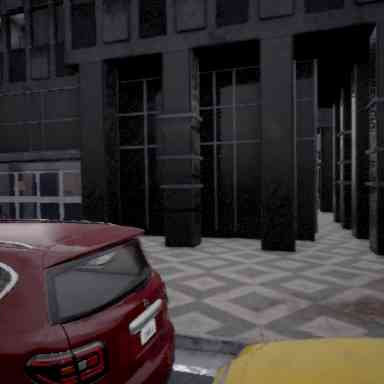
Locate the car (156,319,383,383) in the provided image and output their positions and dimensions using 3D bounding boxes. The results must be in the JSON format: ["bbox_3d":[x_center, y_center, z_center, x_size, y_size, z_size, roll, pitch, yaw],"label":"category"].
[{"bbox_3d":[2.397,1.419,1.935,4.829,1.417,1.752,0,2,17],"label":"car"}]

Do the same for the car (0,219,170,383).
[{"bbox_3d":[-2.649,1.251,3.452,5.009,1.841,2.192,0,2,17],"label":"car"}]
